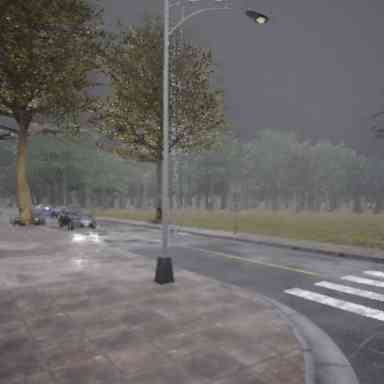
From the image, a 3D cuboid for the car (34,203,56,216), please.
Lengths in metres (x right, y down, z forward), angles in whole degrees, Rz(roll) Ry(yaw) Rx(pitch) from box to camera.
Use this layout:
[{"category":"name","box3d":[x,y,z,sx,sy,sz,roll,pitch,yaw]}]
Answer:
[{"category":"car","box3d":[-21.496,2.501,48.395,2.097,1.767,4.553,1,-2,-35]}]

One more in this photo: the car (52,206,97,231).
[{"category":"car","box3d":[-8.602,2.011,24.804,2.128,1.511,4.902,1,-2,-35]}]

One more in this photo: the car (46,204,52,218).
[{"category":"car","box3d":[-15.784,2.410,40.255,2.128,1.511,4.902,1,-2,-34]}]

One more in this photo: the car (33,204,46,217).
[{"category":"car","box3d":[-20.442,2.483,42.047,2.128,1.511,4.902,1,-2,-35]}]
